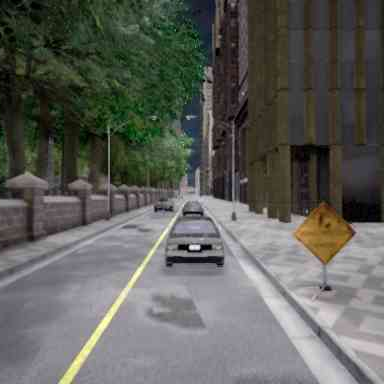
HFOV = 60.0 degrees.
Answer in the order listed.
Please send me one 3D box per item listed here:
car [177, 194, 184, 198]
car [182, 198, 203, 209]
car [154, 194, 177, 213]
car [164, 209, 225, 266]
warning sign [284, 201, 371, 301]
[{"bbox_3d":[-2.996,1.164,78.577,1.837,1.490,4.892,0,0,0],"label":"car"},{"bbox_3d":[0.095,1.575,32.591,1.994,1.385,4.181,0,0,0],"label":"car"},{"bbox_3d":[-3.094,1.366,37.641,2.097,1.767,4.553,0,0,0],"label":"car"},{"bbox_3d":[0.084,1.554,11.559,2.033,1.411,5.357,0,0,0],"label":"car"},{"bbox_3d":[2.696,1.120,6.790,1.300,1.860,1.060,-1,-1,0],"label":"warning sign"}]
